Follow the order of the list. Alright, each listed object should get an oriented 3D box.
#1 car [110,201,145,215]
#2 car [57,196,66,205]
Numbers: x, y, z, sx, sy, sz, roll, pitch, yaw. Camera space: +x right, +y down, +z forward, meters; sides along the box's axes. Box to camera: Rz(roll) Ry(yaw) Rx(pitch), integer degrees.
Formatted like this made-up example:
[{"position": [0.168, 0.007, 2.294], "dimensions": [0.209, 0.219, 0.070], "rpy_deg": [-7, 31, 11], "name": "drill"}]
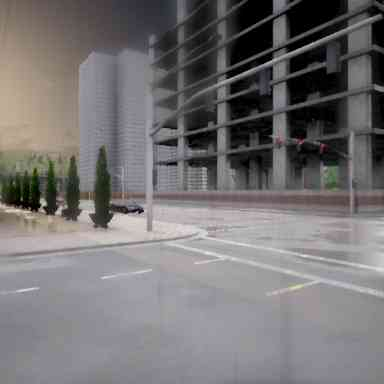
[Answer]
[{"position": [-6.924, 1.614, 35.094], "dimensions": [2.033, 1.411, 5.357], "rpy_deg": [0, 0, -35], "name": "car"}, {"position": [-23.560, 1.417, 58.561], "dimensions": [2.097, 1.767, 4.553], "rpy_deg": [0, 0, -35], "name": "car"}]
